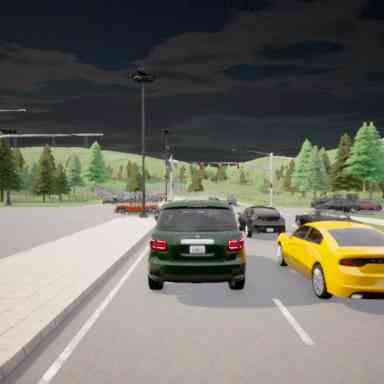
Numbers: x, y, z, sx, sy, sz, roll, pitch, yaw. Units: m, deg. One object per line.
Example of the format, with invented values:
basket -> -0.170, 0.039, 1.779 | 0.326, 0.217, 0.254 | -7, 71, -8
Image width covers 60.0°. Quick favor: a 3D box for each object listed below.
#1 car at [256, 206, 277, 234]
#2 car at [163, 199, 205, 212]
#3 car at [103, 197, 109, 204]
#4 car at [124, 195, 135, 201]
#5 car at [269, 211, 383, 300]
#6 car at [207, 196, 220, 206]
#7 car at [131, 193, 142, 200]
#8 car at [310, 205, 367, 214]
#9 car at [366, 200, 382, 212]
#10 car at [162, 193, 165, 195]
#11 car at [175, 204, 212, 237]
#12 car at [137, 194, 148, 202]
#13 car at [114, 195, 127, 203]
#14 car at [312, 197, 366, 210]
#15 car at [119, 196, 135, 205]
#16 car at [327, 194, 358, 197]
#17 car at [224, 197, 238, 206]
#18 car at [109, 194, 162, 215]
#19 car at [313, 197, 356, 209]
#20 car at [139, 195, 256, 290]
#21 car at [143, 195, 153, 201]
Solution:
car -> 3.580, 1.501, 17.691 | 1.837, 1.490, 4.892 | 0, 0, 0
car -> -0.905, 1.518, 37.547 | 4.674, 1.442, 1.812 | 0, 0, -4
car -> -15.132, 1.551, 61.615 | 1.994, 1.385, 4.181 | 0, 0, 0
car -> -15.105, 1.462, 80.675 | 1.882, 1.535, 5.008 | 0, 0, 0
car -> 3.589, 1.476, 8.466 | 1.882, 1.535, 5.008 | 0, 0, 0
car -> 3.471, 1.495, 54.865 | 1.837, 1.490, 4.892 | -1, 0, 0
car -> -15.106, 1.206, 91.217 | 2.150, 2.045, 5.566 | 0, 0, 0
car -> 7.080, 1.597, 17.864 | 1.895, 1.301, 4.718 | 0, 0, 0
car -> 19.226, 1.557, 37.915 | 4.181, 1.385, 1.994 | 0, 0, 1
car -> -8.102, 1.537, 78.126 | 1.994, 1.385, 4.181 | 0, 0, 0
car -> 0.079, 1.501, 19.069 | 1.837, 1.490, 4.892 | 0, 0, 0
car -> -11.602, 1.339, 78.146 | 2.097, 1.767, 4.553 | 0, 0, 0
car -> -15.091, 1.486, 70.287 | 1.837, 1.490, 4.892 | 0, 0, 0
car -> 14.789, 1.498, 34.392 | 4.892, 1.490, 1.837 | 0, 0, 0
car -> -11.687, 1.514, 60.189 | 1.812, 1.442, 4.674 | 0, 0, 1
car -> 17.931, 1.215, 41.431 | 5.566, 2.045, 2.150 | 0, 0, 1
car -> 6.465, 1.536, 54.790 | 2.033, 1.411, 5.357 | 0, 0, 10
car -> -5.582, 1.345, 33.528 | 4.553, 1.767, 2.097 | 0, 0, -3
car -> 19.155, 1.469, 44.915 | 5.008, 1.535, 1.882 | 0, 0, 1
car -> 0.091, 1.220, 9.212 | 2.150, 2.045, 5.566 | 0, 0, 0
car -> -11.613, 1.535, 88.158 | 1.994, 1.385, 4.181 | 0, 0, 0
